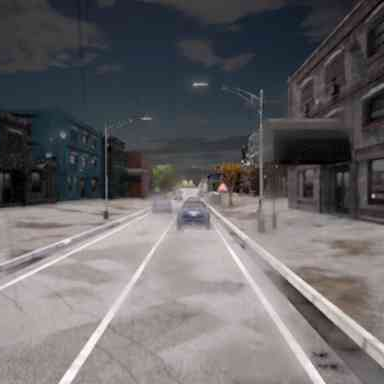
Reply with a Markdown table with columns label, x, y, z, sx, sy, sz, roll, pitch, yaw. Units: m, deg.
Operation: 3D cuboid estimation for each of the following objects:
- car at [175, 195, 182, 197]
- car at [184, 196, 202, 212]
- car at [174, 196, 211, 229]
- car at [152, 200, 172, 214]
| label | x | y | z | sx | sy | sz | roll | pitch | yaw |
| --- | --- | --- | --- | --- | --- | --- | --- | --- | --- |
| car | -2.975 | 1.387 | 76.245 | 1.994 | 1.385 | 4.181 | 0 | 0 | 0 |
| car | 0.112 | 1.349 | 39.765 | 2.097 | 1.767 | 4.553 | 0 | 0 | 0 |
| car | 0.106 | 1.373 | 22.066 | 2.097 | 1.767 | 4.553 | 0 | 0 | 0 |
| car | -3.083 | 1.536 | 35.167 | 1.812 | 1.442 | 4.674 | 0 | 0 | 0 |
